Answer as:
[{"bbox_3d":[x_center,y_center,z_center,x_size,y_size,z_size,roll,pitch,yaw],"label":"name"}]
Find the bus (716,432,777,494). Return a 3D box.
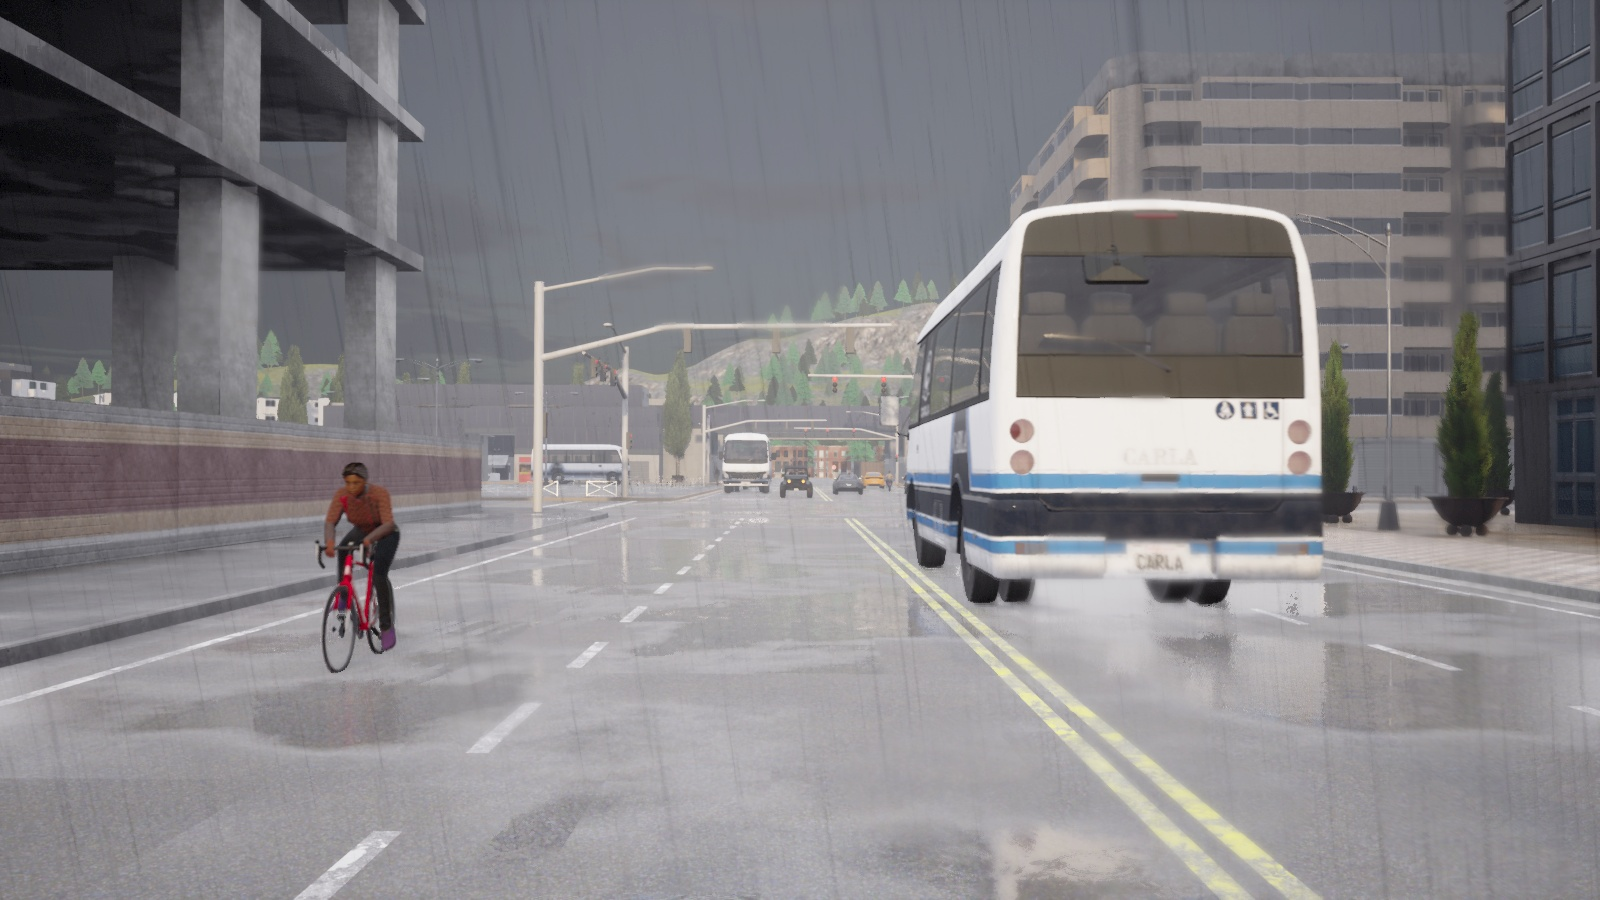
[{"bbox_3d":[-3.754,0.975,90.834,3.944,4.253,10.273,0,-1,0],"label":"bus"}]

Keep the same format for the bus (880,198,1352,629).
[{"bbox_3d":[3.446,-0.282,17.547,3.944,4.253,10.273,0,-1,0],"label":"bus"}]

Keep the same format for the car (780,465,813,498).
[{"bbox_3d":[-0.204,1.853,74.108,1.905,1.878,3.866,0,-1,0],"label":"car"}]

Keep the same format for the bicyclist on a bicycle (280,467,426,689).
[{"bbox_3d":[-3.528,0.950,10.052,0.582,1.620,1.656,0,-1,0],"label":"bicyclist on a bicycle"}]

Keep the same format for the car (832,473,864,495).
[{"bbox_3d":[3.265,2.301,85.691,1.994,1.385,4.181,0,-1,0],"label":"car"}]
